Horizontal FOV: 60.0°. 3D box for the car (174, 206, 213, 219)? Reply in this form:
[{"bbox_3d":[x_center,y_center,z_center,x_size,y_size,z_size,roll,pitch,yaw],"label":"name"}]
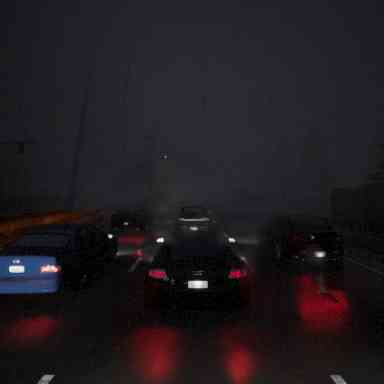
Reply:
[{"bbox_3d":[0.099,1.492,17.697,2.128,1.511,4.902,0,0,0],"label":"car"}]

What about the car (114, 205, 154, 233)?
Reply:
[{"bbox_3d":[-3.400,1.478,19.633,1.882,1.535,5.008,0,0,0],"label":"car"}]

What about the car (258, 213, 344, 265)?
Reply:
[{"bbox_3d":[3.599,1.505,11.758,1.837,1.490,4.892,0,0,0],"label":"car"}]

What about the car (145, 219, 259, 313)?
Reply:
[{"bbox_3d":[0.100,1.564,7.748,1.994,1.385,4.181,0,0,0],"label":"car"}]

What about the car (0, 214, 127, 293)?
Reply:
[{"bbox_3d":[-3.400,1.547,8.976,2.033,1.411,5.357,0,0,0],"label":"car"}]
